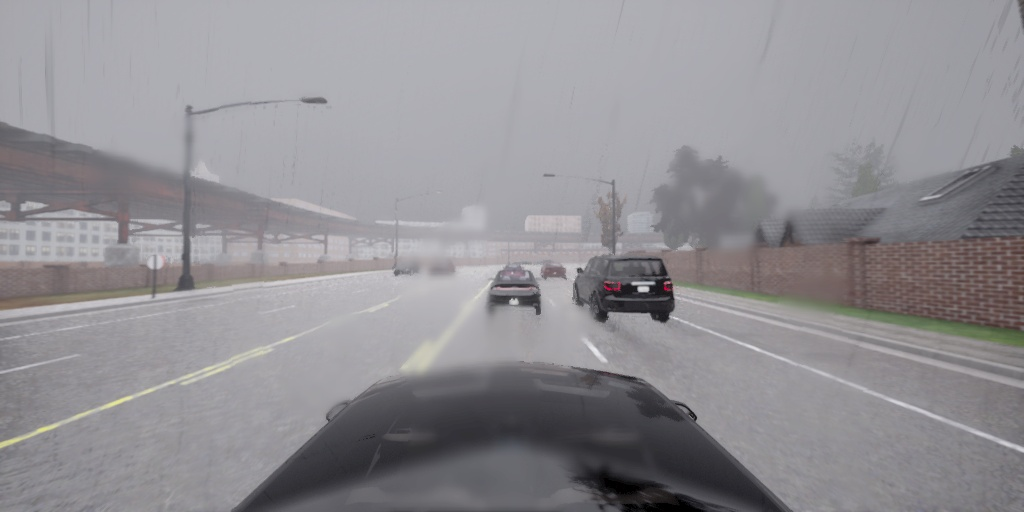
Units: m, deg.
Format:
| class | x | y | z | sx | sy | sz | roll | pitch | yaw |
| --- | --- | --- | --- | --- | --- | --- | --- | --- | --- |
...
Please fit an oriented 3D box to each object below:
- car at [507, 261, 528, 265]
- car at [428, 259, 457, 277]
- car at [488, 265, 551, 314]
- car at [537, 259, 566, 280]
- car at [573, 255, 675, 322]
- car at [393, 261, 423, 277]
| class | x | y | z | sx | sy | sz | roll | pitch | yaw |
| --- | --- | --- | --- | --- | --- | --- | --- | --- | --- |
| car | 0.110 | 1.346 | 30.676 | 1.994 | 1.385 | 4.181 | 0 | 0 | 0 |
| car | -6.948 | 1.136 | 36.162 | 2.097 | 1.767 | 4.553 | 0 | 0 | 2 |
| car | 0.101 | 1.263 | 13.866 | 2.128 | 1.511 | 4.902 | 0 | 0 | 0 |
| car | 3.613 | 1.260 | 31.916 | 1.882 | 1.535 | 5.008 | 0 | 0 | 0 |
| car | 3.602 | 0.994 | 12.500 | 2.150 | 2.045 | 5.566 | 0 | 0 | 0 |
| car | -10.449 | 1.290 | 36.335 | 1.837 | 1.490 | 4.892 | 0 | 0 | 2 |
